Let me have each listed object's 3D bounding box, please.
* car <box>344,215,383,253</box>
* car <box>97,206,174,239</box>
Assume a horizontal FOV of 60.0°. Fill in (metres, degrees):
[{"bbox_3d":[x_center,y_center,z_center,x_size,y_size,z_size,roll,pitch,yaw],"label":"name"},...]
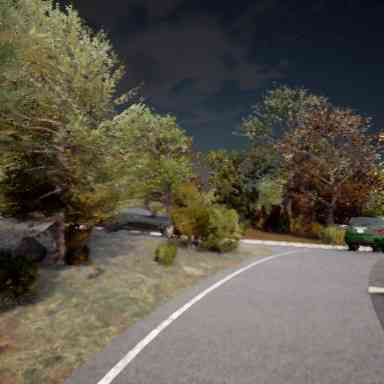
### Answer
[{"bbox_3d":[11.153,2.578,19.635,5.566,2.045,2.150,10,-9,-39],"label":"car"},{"bbox_3d":[-2.635,1.401,16.427,4.674,1.442,1.812,7,-5,-13],"label":"car"}]
